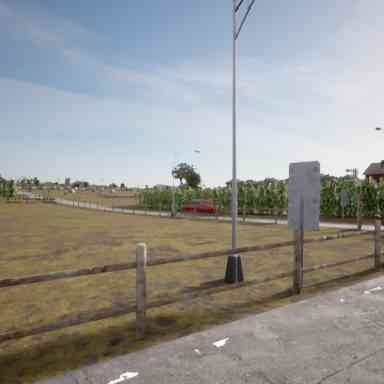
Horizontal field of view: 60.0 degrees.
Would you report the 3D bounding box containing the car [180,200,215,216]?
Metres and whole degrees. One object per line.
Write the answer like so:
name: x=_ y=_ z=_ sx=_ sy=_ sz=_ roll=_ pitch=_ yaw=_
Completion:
car: x=0.683 y=2.073 z=44.324 sx=2.150 sy=2.045 sz=5.566 roll=3 pitch=-3 yaw=-35
